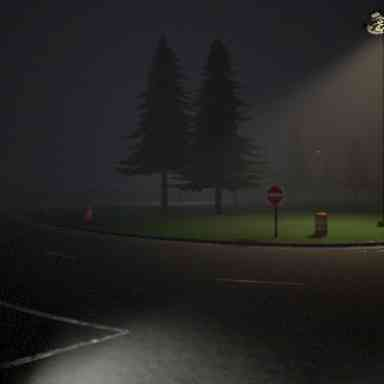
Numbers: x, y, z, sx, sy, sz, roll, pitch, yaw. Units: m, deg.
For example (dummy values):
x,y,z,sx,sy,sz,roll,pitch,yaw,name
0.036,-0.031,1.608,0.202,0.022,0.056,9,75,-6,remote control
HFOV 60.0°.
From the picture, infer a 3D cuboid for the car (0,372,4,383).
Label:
x,y,z,sx,sy,sz,roll,pitch,yaw,name
-3.393,1.542,1.326,4.674,1.442,1.812,0,0,-36,car
